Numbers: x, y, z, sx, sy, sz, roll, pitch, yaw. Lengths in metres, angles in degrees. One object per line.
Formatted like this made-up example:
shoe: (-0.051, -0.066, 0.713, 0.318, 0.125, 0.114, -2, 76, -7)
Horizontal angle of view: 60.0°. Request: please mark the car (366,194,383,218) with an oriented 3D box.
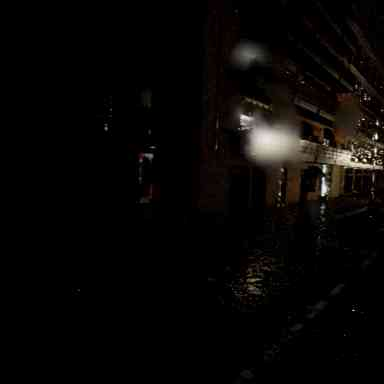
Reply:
car: (11.387, 0.772, 19.277, 1.887, 1.381, 4.507, 4, 4, 38)
